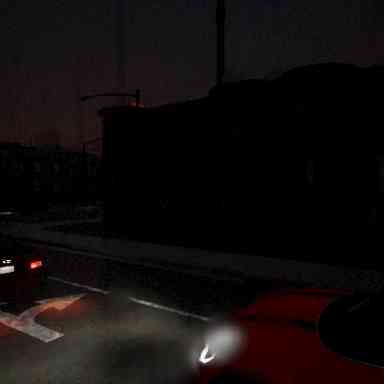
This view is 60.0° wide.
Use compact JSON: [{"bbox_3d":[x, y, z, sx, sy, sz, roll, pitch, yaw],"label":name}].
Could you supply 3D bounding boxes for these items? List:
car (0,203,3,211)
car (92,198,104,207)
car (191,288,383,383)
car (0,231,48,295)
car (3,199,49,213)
[{"bbox_3d":[-20.925,1.547,39.837,2.033,1.411,5.357,0,0,36],"label":"car"},{"bbox_3d":[-13.085,1.526,50.747,1.812,1.442,4.674,0,0,35],"label":"car"},{"bbox_3d":[2.183,1.352,2.440,4.553,1.767,2.097,0,0,36],"label":"car"},{"bbox_3d":[-5.566,1.547,7.940,5.357,1.411,2.033,0,0,38],"label":"car"},{"bbox_3d":[-18.319,1.563,37.456,1.994,1.385,4.181,0,0,36],"label":"car"}]
